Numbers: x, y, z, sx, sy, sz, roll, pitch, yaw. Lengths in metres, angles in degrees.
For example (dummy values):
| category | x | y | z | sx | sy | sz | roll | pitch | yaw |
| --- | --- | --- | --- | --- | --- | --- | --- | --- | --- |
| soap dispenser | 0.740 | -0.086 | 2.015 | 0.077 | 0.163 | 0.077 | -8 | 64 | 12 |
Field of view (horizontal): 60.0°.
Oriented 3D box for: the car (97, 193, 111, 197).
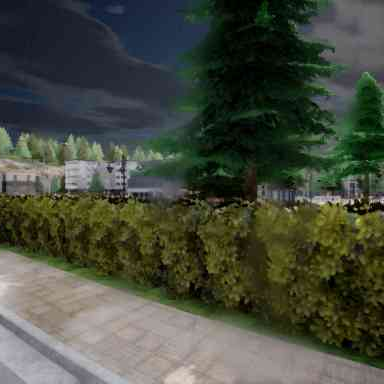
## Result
| category | x | y | z | sx | sy | sz | roll | pitch | yaw |
| --- | --- | --- | --- | --- | --- | --- | --- | --- | --- |
| car | -16.705 | 1.097 | 68.962 | 1.932 | 1.855 | 4.605 | 0 | 0 | 43 |

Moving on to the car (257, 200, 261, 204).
| category | x | y | z | sx | sy | sz | roll | pitch | yaw |
| --- | --- | --- | --- | --- | --- | --- | --- | --- | --- |
| car | 9.633 | 1.352 | 44.218 | 2.097 | 1.767 | 4.553 | 0 | 0 | 43 |

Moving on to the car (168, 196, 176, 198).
| category | x | y | z | sx | sy | sz | roll | pitch | yaw |
| --- | --- | --- | --- | --- | --- | --- | --- | --- | --- |
| car | -3.312 | 1.374 | 56.078 | 1.845 | 1.501 | 3.633 | 0 | 0 | 43 |

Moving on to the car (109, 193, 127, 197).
| category | x | y | z | sx | sy | sz | roll | pitch | yaw |
| --- | --- | --- | --- | --- | --- | --- | --- | --- | --- |
| car | -10.580 | 1.384 | 52.743 | 1.970 | 1.475 | 3.806 | 0 | 0 | 43 |

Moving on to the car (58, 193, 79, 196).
| category | x | y | z | sx | sy | sz | roll | pitch | yaw |
| --- | --- | --- | --- | --- | --- | --- | --- | --- | --- |
| car | -28.384 | 1.154 | 79.464 | 2.152 | 1.636 | 5.027 | 0 | 0 | 43 |
